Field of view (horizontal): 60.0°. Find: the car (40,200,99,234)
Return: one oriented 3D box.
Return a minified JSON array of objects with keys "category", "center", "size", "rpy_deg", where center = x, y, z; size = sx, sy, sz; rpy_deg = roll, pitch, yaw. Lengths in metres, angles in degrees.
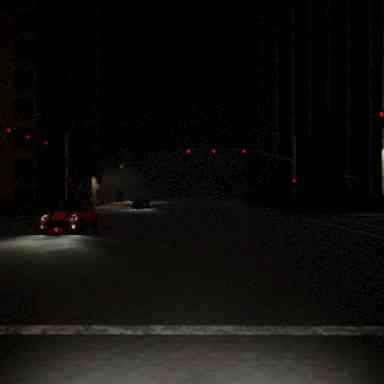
[{"category":"car","center":[-6.942,1.349,19.270],"size":[2.097,1.767,4.553],"rpy_deg":[0,0,0]}]

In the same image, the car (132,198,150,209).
[{"category":"car","center":[-6.869,1.530,44.871],"size":[1.882,1.535,5.008],"rpy_deg":[0,1,0]}]
